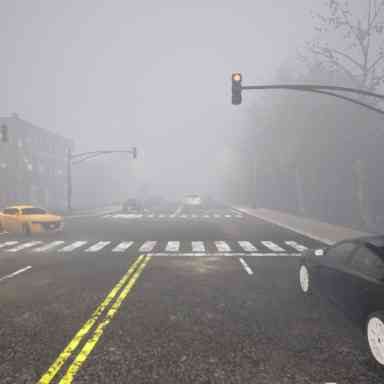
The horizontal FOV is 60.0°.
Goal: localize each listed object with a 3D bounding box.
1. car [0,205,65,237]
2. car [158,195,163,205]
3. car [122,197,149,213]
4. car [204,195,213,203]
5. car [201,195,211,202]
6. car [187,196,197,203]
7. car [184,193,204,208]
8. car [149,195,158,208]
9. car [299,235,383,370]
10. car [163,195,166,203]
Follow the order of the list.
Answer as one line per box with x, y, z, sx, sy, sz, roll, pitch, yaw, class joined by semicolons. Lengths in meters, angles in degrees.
-8.940;1.499;18.234;5.008;1.535;1.882;-2;-2;38;car
-6.569;1.458;56.646;1.882;1.535;5.008;0;0;0;car
-6.581;1.481;37.613;2.128;1.511;4.902;0;0;0;car
3.370;1.480;68.989;1.837;1.490;4.892;0;0;0;car
3.270;1.494;79.178;2.128;1.511;4.902;0;0;0;car
0.069;1.518;71.379;2.033;1.411;5.357;0;0;0;car
0.124;1.206;46.955;2.150;2.045;5.566;0;0;0;car
-6.577;1.477;47.071;2.128;1.511;4.902;0;0;0;car
3.344;1.477;5.663;1.882;1.535;5.008;0;0;1;car
-6.509;1.328;66.725;2.097;1.767;4.553;0;0;0;car
